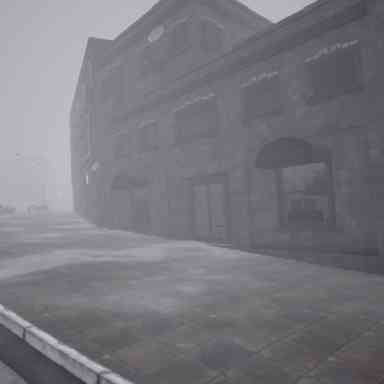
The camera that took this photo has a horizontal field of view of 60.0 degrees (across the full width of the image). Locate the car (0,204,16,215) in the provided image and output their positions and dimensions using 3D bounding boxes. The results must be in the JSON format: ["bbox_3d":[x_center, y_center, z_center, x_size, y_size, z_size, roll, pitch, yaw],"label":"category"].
[{"bbox_3d":[-23.215,2.148,40.300,1.895,1.301,4.718,-3,-1,-4],"label":"car"}]

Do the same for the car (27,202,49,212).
[{"bbox_3d":[-23.991,2.274,51.730,1.812,1.442,4.674,-3,-1,-2],"label":"car"}]
